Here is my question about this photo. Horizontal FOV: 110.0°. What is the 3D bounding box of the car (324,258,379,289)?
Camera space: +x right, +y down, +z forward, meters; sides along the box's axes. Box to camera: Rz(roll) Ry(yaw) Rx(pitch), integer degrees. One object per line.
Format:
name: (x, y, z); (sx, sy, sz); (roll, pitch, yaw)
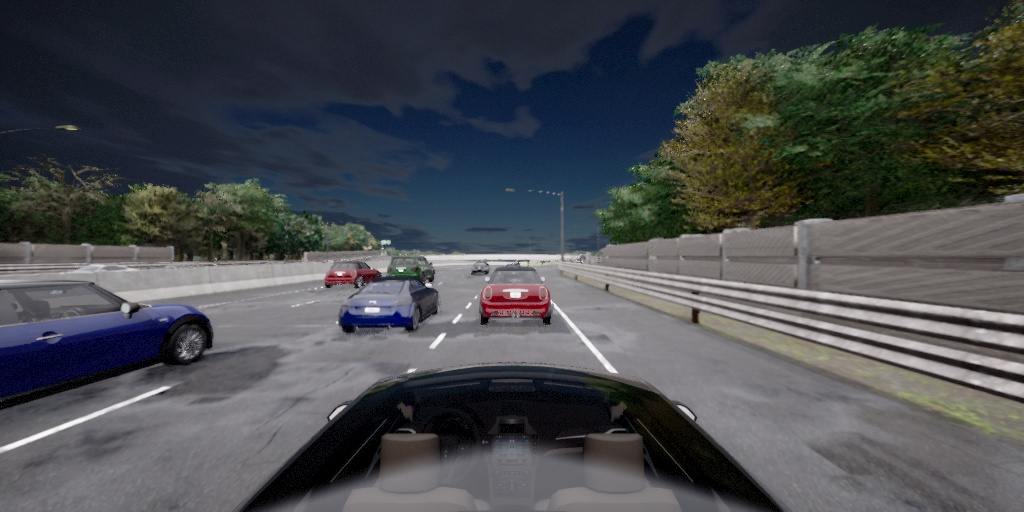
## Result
car: (-10.401, 1.128, 23.783); (2.097, 1.767, 4.553); (0, 0, 0)

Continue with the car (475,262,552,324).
car: (0.099, 1.114, 12.212); (2.097, 1.767, 4.553); (0, 0, 0)

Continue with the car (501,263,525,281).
car: (0.118, 1.349, 31.703); (1.994, 1.385, 4.181); (0, 0, 0)

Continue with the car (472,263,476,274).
car: (-3.501, 1.344, 40.946); (2.033, 1.411, 5.357); (0, 0, 0)

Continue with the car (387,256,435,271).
car: (-6.901, 0.999, 24.979); (2.150, 2.045, 5.566); (0, 0, 0)

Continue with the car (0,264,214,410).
car: (-6.900, 1.105, 5.133); (2.097, 1.767, 4.553); (0, 0, 0)

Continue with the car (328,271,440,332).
car: (-3.500, 1.324, 10.965); (1.994, 1.385, 4.181); (0, 0, 0)
